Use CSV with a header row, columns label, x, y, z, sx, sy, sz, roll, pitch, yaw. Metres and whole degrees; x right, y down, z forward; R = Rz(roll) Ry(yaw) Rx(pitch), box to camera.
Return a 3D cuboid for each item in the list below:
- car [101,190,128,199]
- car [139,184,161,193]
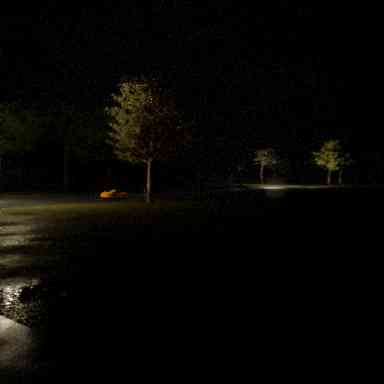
label,x,y,z,sx,sy,sz,roll,pitch,yaw
car,-12.962,0.364,55.903,1.882,1.535,5.008,4,4,35
car,-9.108,-0.753,73.262,2.150,2.045,5.566,4,4,35
